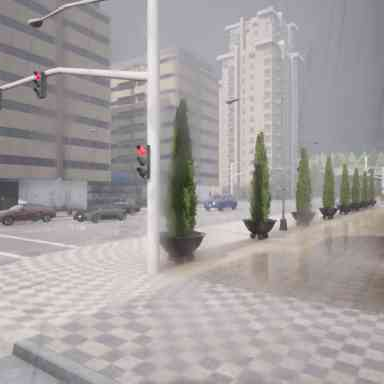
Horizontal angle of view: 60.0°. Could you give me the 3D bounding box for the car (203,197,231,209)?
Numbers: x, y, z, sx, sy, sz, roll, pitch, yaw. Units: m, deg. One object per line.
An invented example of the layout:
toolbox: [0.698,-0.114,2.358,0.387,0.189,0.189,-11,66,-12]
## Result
car: [3.625,1.560,47.820,1.837,1.490,4.892,0,0,35]

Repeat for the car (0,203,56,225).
car: [-12.391,1.581,24.582,1.812,1.442,4.674,0,0,34]

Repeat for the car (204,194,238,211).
car: [3.716,1.277,41.812,2.150,2.045,5.566,0,0,35]

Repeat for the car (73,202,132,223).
car: [-7.122,1.619,26.100,1.994,1.385,4.181,0,0,35]

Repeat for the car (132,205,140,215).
car: [-7.248,1.656,32.089,1.895,1.301,4.718,0,0,35]
